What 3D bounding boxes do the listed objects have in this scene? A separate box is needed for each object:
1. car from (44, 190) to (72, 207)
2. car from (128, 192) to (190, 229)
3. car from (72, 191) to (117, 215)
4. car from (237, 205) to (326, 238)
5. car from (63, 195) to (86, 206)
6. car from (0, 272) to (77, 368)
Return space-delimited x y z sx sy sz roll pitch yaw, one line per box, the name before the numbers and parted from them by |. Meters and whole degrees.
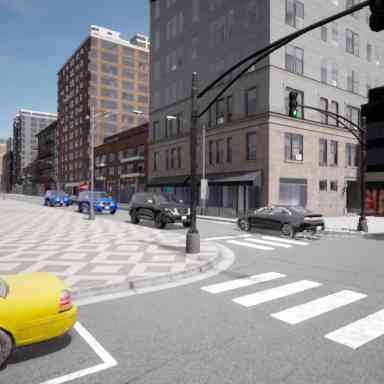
car | -17.196 0.814 42.300 2.150 2.045 5.566 1 0 -35
car | -2.036 1.053 20.803 2.150 2.045 5.566 1 0 -35
car | -8.733 0.948 30.277 2.150 2.045 5.566 1 0 -35
car | 4.426 1.415 17.204 2.128 1.511 4.902 1 0 -35
car | -16.631 1.118 46.890 1.812 1.442 4.674 1 0 -35
car | -3.945 1.525 3.938 4.829 1.417 1.752 0 1 -36
